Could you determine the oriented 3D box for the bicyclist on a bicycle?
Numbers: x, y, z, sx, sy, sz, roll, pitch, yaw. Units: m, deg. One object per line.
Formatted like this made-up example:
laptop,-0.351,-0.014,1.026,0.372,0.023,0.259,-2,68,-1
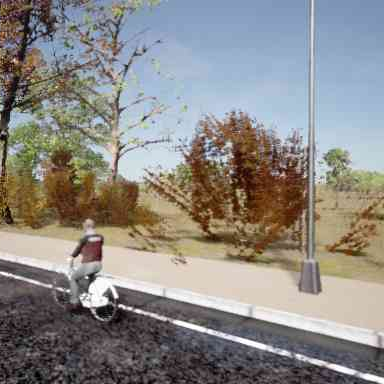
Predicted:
bicyclist on a bicycle,-2.005,1.368,6.038,1.843,1.776,0.659,0,0,35
